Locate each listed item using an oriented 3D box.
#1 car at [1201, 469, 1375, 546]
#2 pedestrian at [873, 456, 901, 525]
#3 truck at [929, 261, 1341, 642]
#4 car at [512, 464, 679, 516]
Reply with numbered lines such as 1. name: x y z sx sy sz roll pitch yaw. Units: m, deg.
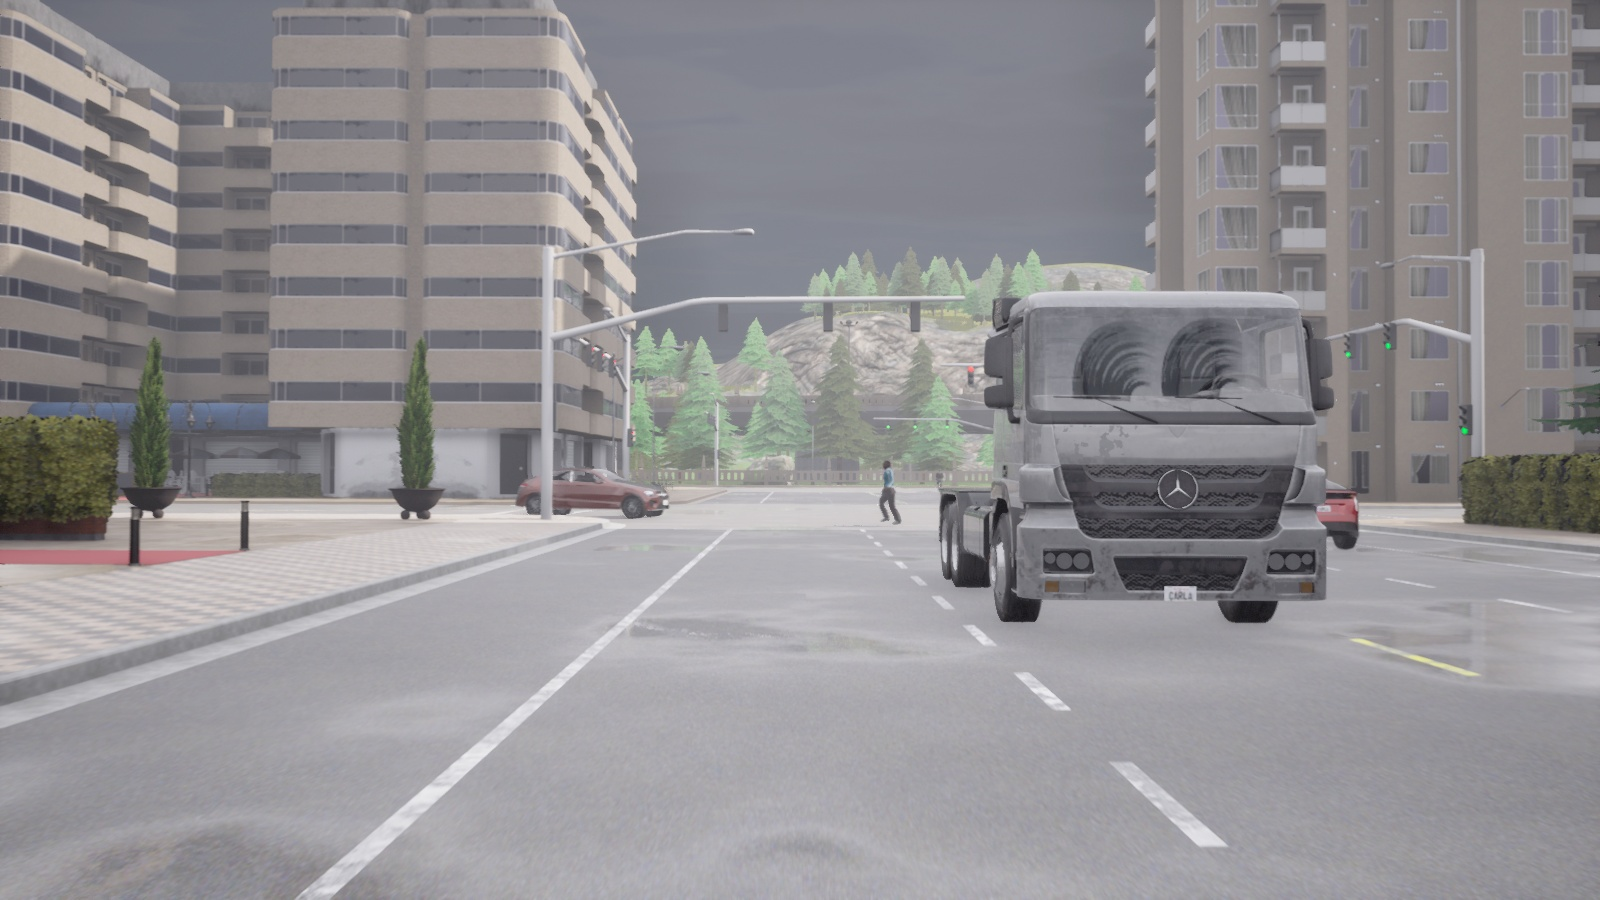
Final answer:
1. car: 10.436 1.176 27.262 2.007 1.525 4.514 0 -1 0
2. pedestrian: 2.464 1.150 35.540 0.692 1.930 0.396 0 -1 -12
3. truck: 3.460 0.077 15.414 2.891 3.462 7.936 0 -1 0
4. car: -6.739 1.316 41.557 5.027 1.651 2.152 0 -1 13
